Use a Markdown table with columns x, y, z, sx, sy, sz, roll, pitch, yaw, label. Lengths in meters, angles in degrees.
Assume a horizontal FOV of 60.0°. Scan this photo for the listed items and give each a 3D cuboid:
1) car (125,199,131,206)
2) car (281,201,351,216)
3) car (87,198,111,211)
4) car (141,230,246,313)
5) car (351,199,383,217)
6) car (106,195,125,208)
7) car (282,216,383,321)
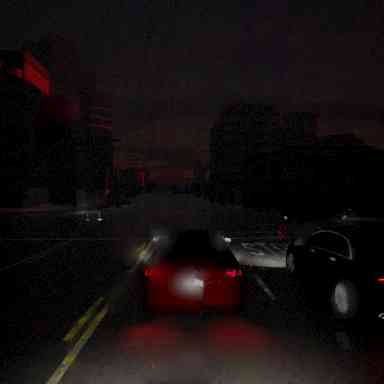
| x | y | z | sx | sy | sz | roll | pitch | yaw | label |
| --- | --- | --- | --- | --- | --- | --- | --- | --- | --- |
| -13.544 | 2.164 | 67.450 | 1.994 | 1.385 | 4.181 | 0 | -1 | -4 | car |
| 8.914 | 1.447 | 24.509 | 4.892 | 1.490 | 1.837 | -3 | -3 | -22 | car |
| -12.186 | 1.714 | 42.999 | 1.895 | 1.301 | 4.718 | 0 | -1 | -3 | car |
| 0.009 | 1.564 | 7.776 | 1.994 | 1.385 | 4.181 | 0 | 0 | -1 | car |
| 15.700 | 1.314 | 28.739 | 5.357 | 1.411 | 2.033 | -1 | 0 | -4 | car |
| -12.819 | 1.514 | 53.789 | 2.150 | 2.045 | 5.566 | 0 | -1 | -3 | car |
| 3.528 | 1.504 | 7.254 | 1.837 | 1.490 | 4.892 | 0 | 0 | -1 | car |
